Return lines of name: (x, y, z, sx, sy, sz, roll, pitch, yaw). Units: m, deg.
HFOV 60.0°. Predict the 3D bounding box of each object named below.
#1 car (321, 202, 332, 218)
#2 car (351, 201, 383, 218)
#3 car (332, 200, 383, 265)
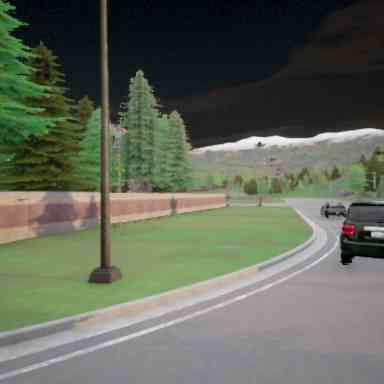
car: (13.515, 1.687, 31.805, 2.128, 1.511, 4.902, -1, -1, 15)
car: (17.470, 1.708, 33.032, 2.033, 1.411, 5.357, -1, -1, 15)
car: (6.554, 1.275, 11.452, 2.150, 2.045, 5.566, 0, 0, 32)
